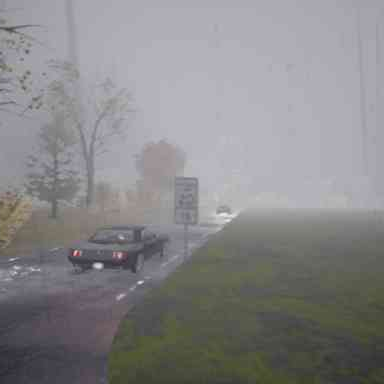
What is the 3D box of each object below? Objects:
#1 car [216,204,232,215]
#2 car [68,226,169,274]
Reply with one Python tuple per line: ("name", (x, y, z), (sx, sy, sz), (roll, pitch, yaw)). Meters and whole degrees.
("car", (4.490, 2.388, 46.307), (1.837, 1.490, 4.892), (1, -1, 11))
("car", (-2.211, 1.826, 11.527), (1.895, 1.301, 4.718), (1, -1, 11))
